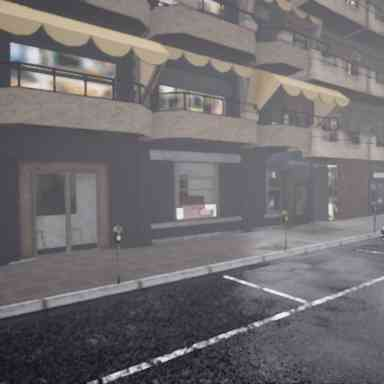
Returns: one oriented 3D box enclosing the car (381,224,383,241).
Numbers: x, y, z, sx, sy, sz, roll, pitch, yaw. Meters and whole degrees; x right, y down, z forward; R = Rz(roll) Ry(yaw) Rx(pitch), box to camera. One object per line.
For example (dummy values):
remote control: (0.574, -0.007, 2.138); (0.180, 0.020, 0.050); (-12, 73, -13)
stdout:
car: (8.545, 1.138, 12.063); (4.403, 1.369, 2.008); (-2, 2, -35)
